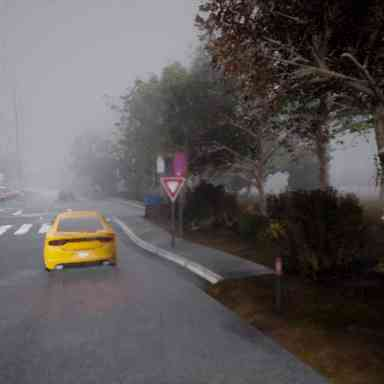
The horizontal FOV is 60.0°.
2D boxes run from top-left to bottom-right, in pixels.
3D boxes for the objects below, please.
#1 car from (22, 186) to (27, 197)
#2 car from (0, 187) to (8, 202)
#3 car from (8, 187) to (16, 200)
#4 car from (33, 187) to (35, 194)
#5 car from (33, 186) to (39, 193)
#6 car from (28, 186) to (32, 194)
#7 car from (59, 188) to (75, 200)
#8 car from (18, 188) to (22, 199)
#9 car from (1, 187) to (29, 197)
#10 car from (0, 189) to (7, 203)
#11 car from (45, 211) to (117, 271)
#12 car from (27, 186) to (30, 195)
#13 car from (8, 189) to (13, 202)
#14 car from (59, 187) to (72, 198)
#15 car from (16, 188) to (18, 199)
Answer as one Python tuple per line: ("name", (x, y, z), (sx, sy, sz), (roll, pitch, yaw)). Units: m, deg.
("car", (-30.227, 0.195, 53.200), (5.566, 2.045, 2.435), (-3, 2, -41))
("car", (-24.792, 0.631, 39.191), (4.553, 1.767, 2.185), (-3, 2, -42))
("car", (-26.930, 0.504, 44.814), (4.553, 1.767, 2.185), (-3, 3, -41))
("car", (-37.887, 0.080, 72.769), (4.792, 1.488, 2.163), (-3, 2, -41))
("car", (-42.324, -0.157, 83.908), (4.892, 1.521, 2.231), (-3, 2, -42))
("car", (-33.526, 0.021, 61.590), (5.566, 2.045, 2.435), (-3, 2, -41))
("car", (-18.845, 0.301, 50.038), (2.097, 1.767, 4.553), (-1, 2, -22))
("car", (-29.128, 0.536, 50.416), (4.792, 1.488, 2.163), (-3, 2, -41))
("car", (-35.744, 0.036, 67.139), (4.553, 1.767, 2.185), (-3, 2, -41))
("car", (-23.653, 0.819, 36.415), (5.008, 1.535, 2.097), (-3, 3, -41))
("car", (-3.622, 1.349, 10.785), (1.882, 1.535, 5.008), (-1, 3, -20))
("car", (-32.293, 0.320, 58.903), (5.366, 1.575, 1.946), (-3, 2, -41))
("car", (-25.860, 0.733, 42.007), (4.674, 1.452, 2.002), (-3, 2, -41))
("car", (-22.512, 0.103, 59.184), (2.097, 1.767, 4.553), (-1, 2, -22))
("car", (-28.025, 0.442, 47.608), (4.553, 1.767, 2.185), (-3, 3, -41))
